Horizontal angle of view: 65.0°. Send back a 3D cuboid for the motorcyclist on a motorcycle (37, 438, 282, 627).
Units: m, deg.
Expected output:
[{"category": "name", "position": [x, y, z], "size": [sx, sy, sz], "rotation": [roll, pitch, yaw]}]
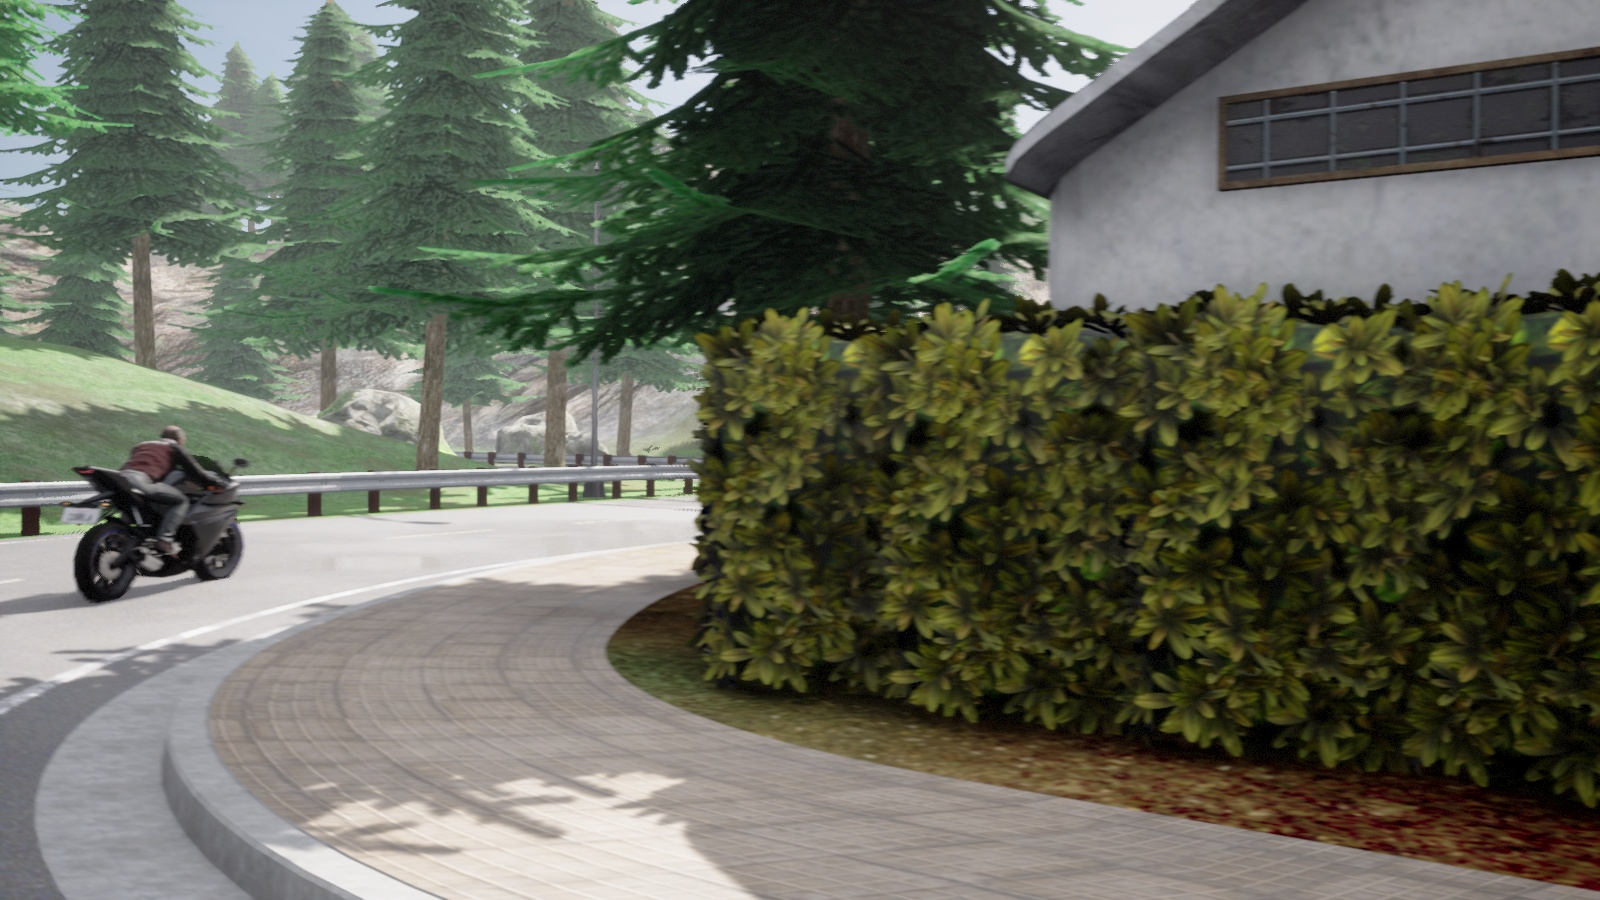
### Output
[{"category": "motorcyclist on a motorcycle", "position": [-5.714, 0.660, 11.402], "size": [0.866, 1.530, 2.191], "rotation": [0, 1, 9]}]
